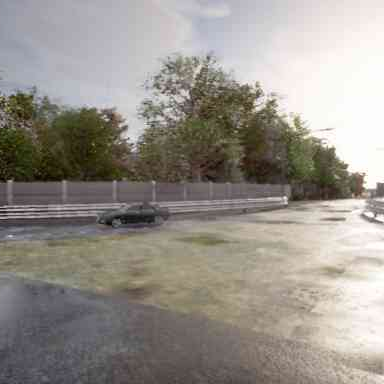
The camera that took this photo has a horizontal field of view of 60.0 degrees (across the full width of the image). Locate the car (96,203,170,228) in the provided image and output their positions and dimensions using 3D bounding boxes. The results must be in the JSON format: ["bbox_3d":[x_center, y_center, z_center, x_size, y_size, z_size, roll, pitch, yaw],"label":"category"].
[{"bbox_3d":[-3.863,1.493,22.173,4.892,1.490,1.837,-1,0,-29],"label":"car"}]
